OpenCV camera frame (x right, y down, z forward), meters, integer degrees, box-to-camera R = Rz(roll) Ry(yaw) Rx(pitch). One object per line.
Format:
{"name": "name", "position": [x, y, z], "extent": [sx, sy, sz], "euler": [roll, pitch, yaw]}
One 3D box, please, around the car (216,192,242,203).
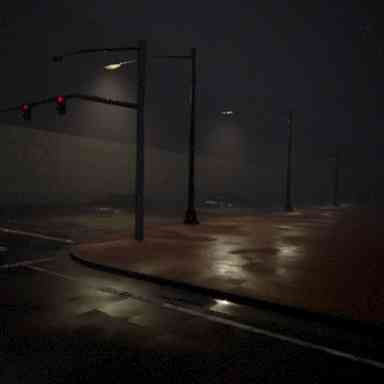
{"name": "car", "position": [6.597, 0.860, 55.513], "extent": [2.097, 1.767, 4.553], "euler": [1, 1, 36]}

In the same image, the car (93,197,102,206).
{"name": "car", "position": [-9.393, 0.913, 39.425], "extent": [1.882, 1.535, 5.008], "euler": [1, 1, 36]}

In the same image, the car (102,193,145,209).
{"name": "car", "position": [-7.153, 1.027, 36.560], "extent": [1.812, 1.442, 4.674], "euler": [1, 1, 36]}

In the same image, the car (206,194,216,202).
{"name": "car", "position": [4.261, 1.009, 58.253], "extent": [1.994, 1.385, 4.181], "euler": [1, 1, 36]}
